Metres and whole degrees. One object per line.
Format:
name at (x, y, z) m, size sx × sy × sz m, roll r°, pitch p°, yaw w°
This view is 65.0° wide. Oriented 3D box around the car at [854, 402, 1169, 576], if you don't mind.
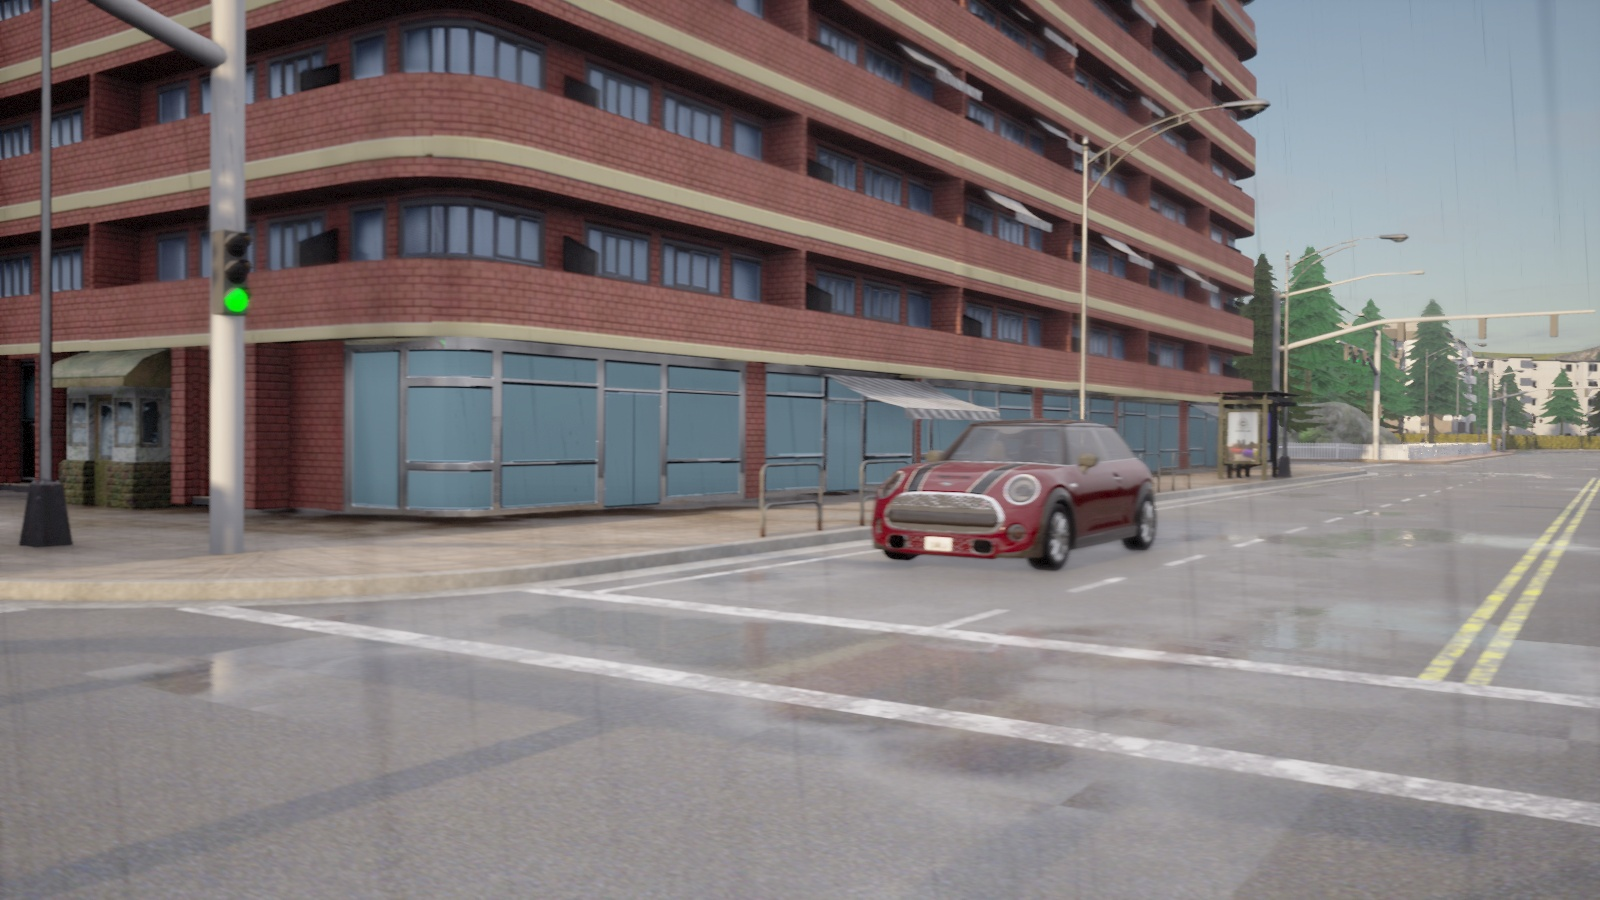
car at (2.735, 0.357, 15.215) m, size 2.097 × 1.767 × 4.553 m, roll 0°, pitch 1°, yaw 33°
